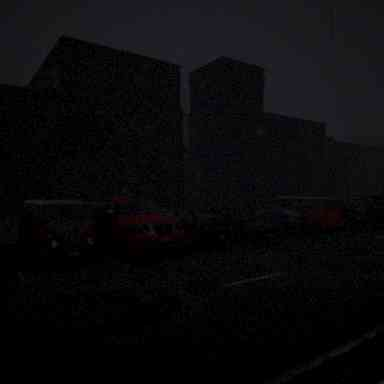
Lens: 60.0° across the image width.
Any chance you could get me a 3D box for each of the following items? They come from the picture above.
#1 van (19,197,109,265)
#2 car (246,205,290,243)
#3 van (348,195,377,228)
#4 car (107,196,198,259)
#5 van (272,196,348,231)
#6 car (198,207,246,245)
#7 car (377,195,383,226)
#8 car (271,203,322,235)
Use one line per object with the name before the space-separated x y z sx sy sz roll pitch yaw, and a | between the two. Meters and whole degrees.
van | -4.692 1.237 11.502 1.878 1.987 4.442 0 0 -35
car | 2.048 1.500 16.409 2.163 1.488 4.792 0 0 -35
van | 8.889 1.262 21.174 1.878 1.987 4.442 0 0 -35
car | -2.481 1.212 13.185 2.435 2.045 5.566 0 0 -35
van | 6.491 1.255 19.753 1.878 1.987 4.442 0 0 -35
car | -0.228 1.468 14.816 2.231 1.521 4.892 0 0 -35
car | 11.070 1.246 22.905 2.435 2.045 5.566 0 0 -35
car | 4.194 1.515 17.970 2.002 1.452 4.674 0 0 -35
